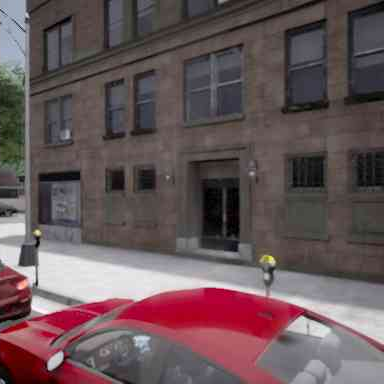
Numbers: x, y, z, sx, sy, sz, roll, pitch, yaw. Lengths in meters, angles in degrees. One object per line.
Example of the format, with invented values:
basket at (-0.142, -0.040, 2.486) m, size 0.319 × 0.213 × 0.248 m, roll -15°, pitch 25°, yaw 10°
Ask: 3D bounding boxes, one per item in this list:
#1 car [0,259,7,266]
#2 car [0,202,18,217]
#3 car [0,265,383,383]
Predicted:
car at (-4.556, 1.625, 6.055) m, size 4.206 × 1.307 × 1.802 m, roll 0°, pitch 0°, yaw 35°
car at (-18.360, 1.631, 30.163) m, size 1.812 × 1.442 × 4.674 m, roll 0°, pitch 0°, yaw 37°
car at (-0.063, 1.554, 2.853) m, size 4.507 × 1.381 × 1.887 m, roll 0°, pitch 0°, yaw 35°
